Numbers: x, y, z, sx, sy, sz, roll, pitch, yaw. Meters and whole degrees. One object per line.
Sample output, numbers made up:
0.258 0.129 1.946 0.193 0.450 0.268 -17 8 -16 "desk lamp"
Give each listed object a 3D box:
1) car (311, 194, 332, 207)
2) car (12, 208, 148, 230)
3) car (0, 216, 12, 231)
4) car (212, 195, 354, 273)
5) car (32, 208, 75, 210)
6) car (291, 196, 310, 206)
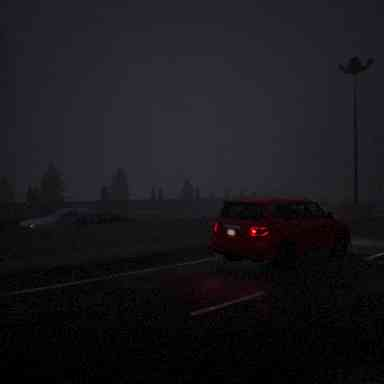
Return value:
19.058 1.225 48.741 2.097 1.767 4.553 0 0 31 "car"
-4.317 1.564 14.076 5.357 1.411 2.033 0 0 -39 "car"
-8.962 1.639 19.344 4.718 1.301 1.895 0 0 -39 "car"
3.107 1.200 10.979 5.566 2.045 2.150 0 0 -41 "car"
-6.304 1.551 17.044 4.674 1.442 1.812 0 0 -39 "car"
17.281 1.384 52.626 1.837 1.490 4.892 0 0 31 "car"
